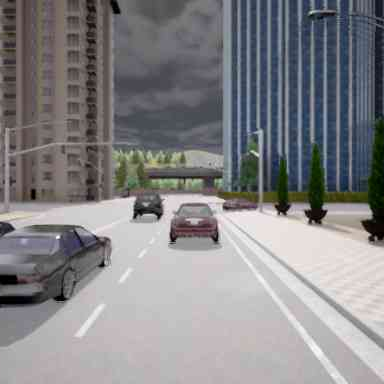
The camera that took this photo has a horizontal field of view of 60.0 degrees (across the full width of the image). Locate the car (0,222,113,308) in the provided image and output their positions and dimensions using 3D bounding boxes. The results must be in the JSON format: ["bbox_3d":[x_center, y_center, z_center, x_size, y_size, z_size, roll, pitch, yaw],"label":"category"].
[{"bbox_3d":[-3.401,1.506,8.101,2.033,1.411,5.357,0,0,0],"label":"car"}]

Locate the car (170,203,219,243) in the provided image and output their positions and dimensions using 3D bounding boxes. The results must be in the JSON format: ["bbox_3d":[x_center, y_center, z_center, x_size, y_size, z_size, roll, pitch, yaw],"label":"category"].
[{"bbox_3d":[0.098,1.272,15.803,2.097,1.767,4.553,0,0,0],"label":"car"}]

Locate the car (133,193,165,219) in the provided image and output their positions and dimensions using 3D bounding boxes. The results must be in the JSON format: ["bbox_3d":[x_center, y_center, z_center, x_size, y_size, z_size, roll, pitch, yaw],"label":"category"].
[{"bbox_3d":[-3.528,1.083,27.478,2.150,2.045,5.566,0,0,-2],"label":"car"}]

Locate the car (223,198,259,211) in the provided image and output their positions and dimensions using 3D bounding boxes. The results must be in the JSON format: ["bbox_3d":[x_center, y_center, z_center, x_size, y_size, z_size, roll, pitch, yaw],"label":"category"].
[{"bbox_3d":[5.523,1.377,37.275,4.181,1.385,1.994,0,0,-29],"label":"car"}]

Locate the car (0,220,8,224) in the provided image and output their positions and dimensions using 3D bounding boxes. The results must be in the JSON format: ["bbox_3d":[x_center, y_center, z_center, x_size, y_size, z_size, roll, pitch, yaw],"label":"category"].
[{"bbox_3d":[-7.019,1.444,9.509,2.128,1.511,4.902,0,0,0],"label":"car"}]
